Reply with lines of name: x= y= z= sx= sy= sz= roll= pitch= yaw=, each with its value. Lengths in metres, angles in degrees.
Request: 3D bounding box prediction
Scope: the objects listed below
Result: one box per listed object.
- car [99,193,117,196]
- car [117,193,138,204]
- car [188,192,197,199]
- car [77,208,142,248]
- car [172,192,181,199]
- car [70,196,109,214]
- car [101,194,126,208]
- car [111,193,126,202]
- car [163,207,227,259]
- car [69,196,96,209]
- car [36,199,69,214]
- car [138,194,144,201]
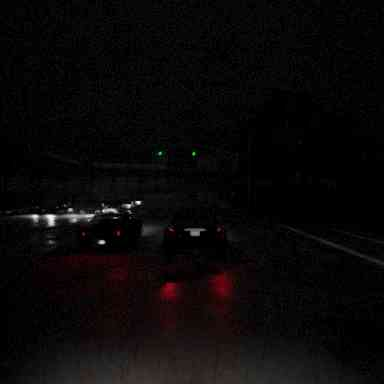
car: x=-13.980 y=1.131 z=53.054 sx=2.128 sy=1.511 sz=4.902 roll=0 pitch=1 yaw=0
car: x=-10.480 y=1.152 z=53.921 sx=1.812 sy=1.442 sz=4.674 roll=0 pitch=1 yaw=0
car: x=0.028 y=0.687 z=75.607 sx=1.882 sy=1.535 sz=5.008 roll=0 pitch=1 yaw=0
car: x=-3.395 y=1.590 z=14.733 sx=1.895 sy=1.301 sz=4.718 roll=0 pitch=0 yaw=0
car: x=-3.472 y=0.693 z=75.211 sx=1.882 sy=1.535 sz=5.008 roll=0 pitch=1 yaw=0
car: x=-10.579 y=1.430 z=34.591 sx=2.033 sy=1.411 sz=5.357 roll=0 pitch=1 yaw=0
car: x=-10.521 y=1.377 z=44.183 sx=1.895 sy=1.301 sz=4.718 roll=0 pitch=1 yaw=1
car: x=-13.977 y=0.949 z=63.436 sx=1.837 sy=1.490 sz=4.892 roll=0 pitch=1 yaw=0
car: x=0.105 y=1.342 z=12.681 sx=2.097 sy=1.767 sz=4.553 roll=0 pitch=0 yaw=0
car: x=-14.025 y=1.316 z=42.918 sx=1.812 sy=1.442 sz=4.674 roll=0 pitch=1 yaw=1
car: x=-14.077 y=1.418 z=33.824 sx=1.812 sy=1.442 sz=4.674 roll=0 pitch=1 yaw=0
car: x=-10.477 y=1.001 z=63.853 sx=1.994 sy=1.385 sz=4.181 roll=0 pitch=1 yaw=0
